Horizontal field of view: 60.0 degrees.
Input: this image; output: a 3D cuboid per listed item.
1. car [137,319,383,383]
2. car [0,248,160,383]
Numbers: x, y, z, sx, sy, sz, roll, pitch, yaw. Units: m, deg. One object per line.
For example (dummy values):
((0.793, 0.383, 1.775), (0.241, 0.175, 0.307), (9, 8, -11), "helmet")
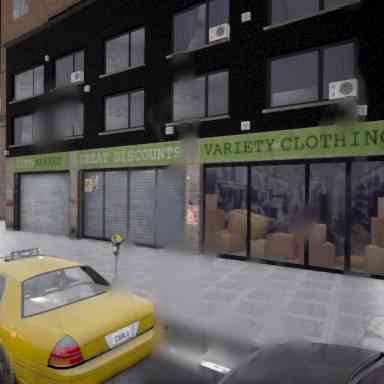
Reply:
((2.047, 1.551, 1.624), (4.403, 1.369, 2.008), (0, 1, 36), "car")
((-2.634, 1.524, 4.972), (4.829, 1.417, 1.752), (0, 1, 36), "car")
